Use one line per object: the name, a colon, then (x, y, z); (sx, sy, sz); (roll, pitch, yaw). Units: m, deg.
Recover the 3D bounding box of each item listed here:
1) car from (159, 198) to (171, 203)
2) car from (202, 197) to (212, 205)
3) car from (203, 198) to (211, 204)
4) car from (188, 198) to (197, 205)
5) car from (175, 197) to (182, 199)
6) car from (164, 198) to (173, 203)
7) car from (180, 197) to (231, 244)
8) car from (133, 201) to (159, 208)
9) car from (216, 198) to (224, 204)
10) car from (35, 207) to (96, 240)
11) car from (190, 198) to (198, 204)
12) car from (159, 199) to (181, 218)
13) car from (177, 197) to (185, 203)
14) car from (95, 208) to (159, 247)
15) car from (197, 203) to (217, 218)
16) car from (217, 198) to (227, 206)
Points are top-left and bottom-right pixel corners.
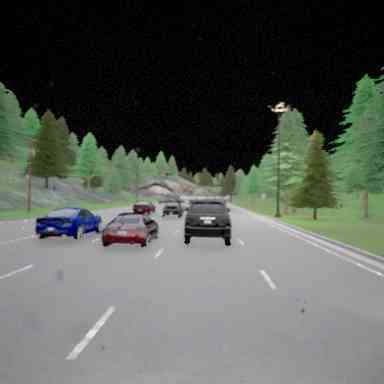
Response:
car: (-6.917, 2.165, 79.607); (2.033, 1.411, 5.357); (1, -1, 3)
car: (3.610, 2.195, 79.923); (2.097, 1.767, 4.553); (1, -1, 3)
car: (4.053, 2.384, 89.526); (2.128, 1.511, 4.902); (1, -1, 3)
car: (0.113, 2.296, 80.114); (1.812, 1.442, 4.674); (1, -1, 3)
car: (-3.382, 2.203, 80.277); (1.837, 1.490, 4.892); (1, -1, 3)
car: (-6.434, 2.247, 90.043); (1.895, 1.301, 4.718); (1, -1, 3)
car: (0.801, 1.405, 17.008); (2.150, 2.045, 5.566); (1, 0, 3)
car: (-5.283, 1.731, 37.014); (1.882, 1.535, 5.008); (1, 0, 3)
car: (7.568, 2.432, 89.780); (1.837, 1.490, 4.892); (1, -1, 3)
car: (-6.196, 1.522, 17.307); (1.882, 1.535, 5.008); (1, 0, 3)
car: (0.557, 2.329, 89.688); (2.033, 1.411, 5.357); (1, -1, 3)
car: (-1.897, 1.804, 34.519); (1.837, 1.490, 4.892); (1, 0, 3)
car: (-2.918, 2.203, 90.267); (1.882, 1.535, 5.008); (1, -1, 3)
car: (-2.770, 1.662, 15.674); (1.994, 1.385, 4.181); (1, 0, 3)
car: (1.662, 1.945, 35.730); (1.994, 1.385, 4.181); (1, 0, 3)
car: (7.106, 2.264, 79.761); (2.097, 1.767, 4.553); (1, -1, 3)
